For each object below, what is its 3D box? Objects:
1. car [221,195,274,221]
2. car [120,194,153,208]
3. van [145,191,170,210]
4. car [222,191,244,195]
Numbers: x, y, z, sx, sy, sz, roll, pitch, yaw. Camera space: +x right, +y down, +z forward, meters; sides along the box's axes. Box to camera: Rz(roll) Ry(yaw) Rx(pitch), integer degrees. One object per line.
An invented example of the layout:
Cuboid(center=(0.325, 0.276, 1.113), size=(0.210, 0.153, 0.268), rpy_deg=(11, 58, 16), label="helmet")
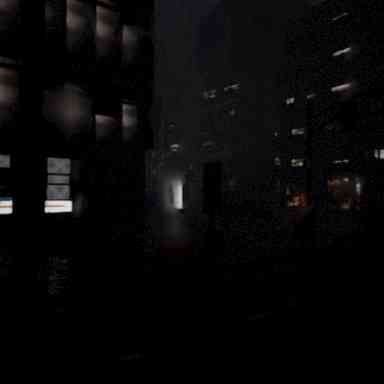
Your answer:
Cuboid(center=(3.693, 1.185, 23.393), size=(1.887, 1.381, 4.507), rpy_deg=(1, 0, -36), label="car")
Cuboid(center=(-6.265, 0.922, 37.134), size=(1.887, 1.381, 4.507), rpy_deg=(1, 0, -36), label="car")
Cuboid(center=(-2.941, 0.806, 32.553), size=(1.690, 1.788, 3.998), rpy_deg=(1, 0, -36), label="van")
Cuboid(center=(3.841, 0.821, 37.476), size=(2.192, 1.841, 5.009), rpy_deg=(1, 0, -36), label="car")
